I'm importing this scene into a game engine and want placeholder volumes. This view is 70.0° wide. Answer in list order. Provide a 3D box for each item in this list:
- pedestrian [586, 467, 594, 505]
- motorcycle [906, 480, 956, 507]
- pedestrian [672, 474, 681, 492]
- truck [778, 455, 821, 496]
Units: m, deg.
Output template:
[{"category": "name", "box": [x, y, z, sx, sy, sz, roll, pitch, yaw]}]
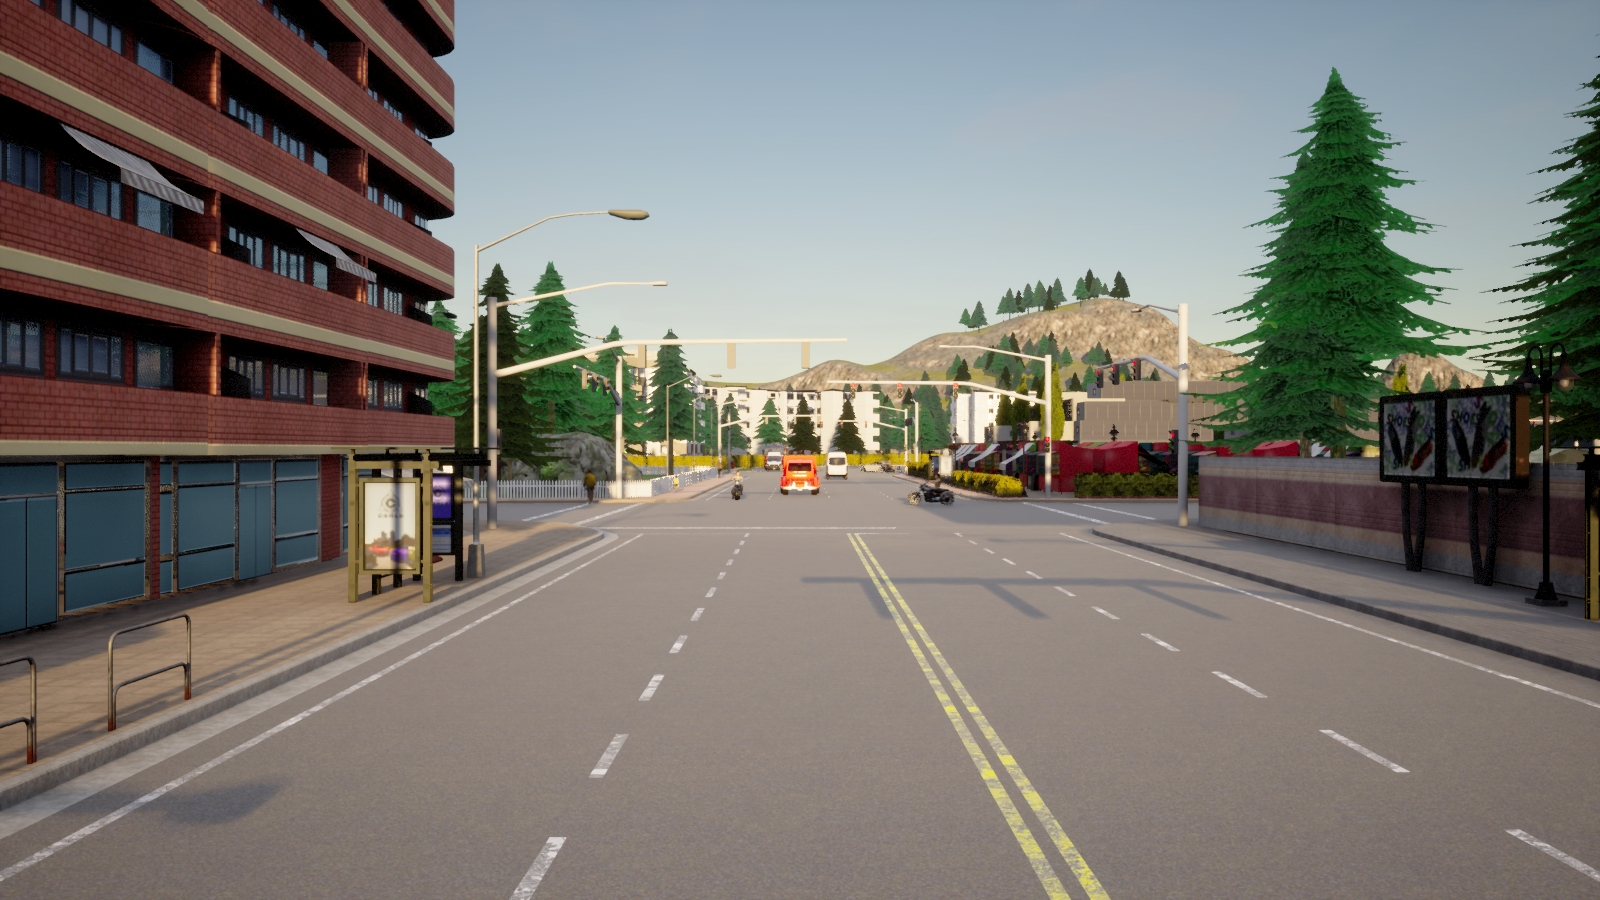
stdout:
[{"category": "pedestrian", "box": [-10.530, 1.795, 57.340, 0.375, 1.860, 0.375, 0, 0, -9]}, {"category": "motorcycle", "box": [6.475, 2.138, 56.605, 2.356, 1.307, 0.764, 0, 0, 0]}, {"category": "pedestrian", "box": [-7.743, 2.079, 71.513, 0.500, 1.100, 0.500, 0, 0, -1]}, {"category": "truck", "box": [-0.006, 1.572, 72.542, 2.627, 2.467, 5.204, 0, 0, 0]}]
